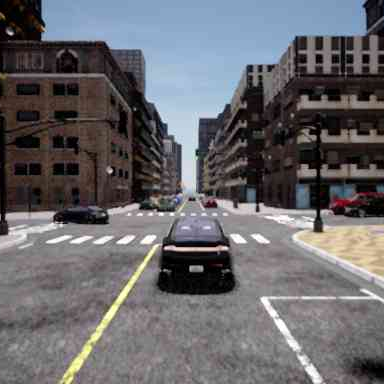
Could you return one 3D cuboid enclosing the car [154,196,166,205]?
[{"bbox_3d":[-5.683,1.541,59.494,1.752,1.417,4.829,0,0,0],"label":"car"}]

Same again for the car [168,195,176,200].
[{"bbox_3d":[-5.678,1.594,93.758,2.008,1.369,4.403,0,0,0],"label":"car"}]

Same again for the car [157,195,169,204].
[{"bbox_3d":[-5.682,1.460,65.347,1.967,1.590,4.097,0,0,0],"label":"car"}]

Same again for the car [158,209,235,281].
[{"bbox_3d":[0.138,1.491,9.812,2.128,1.511,4.902,0,0,1],"label":"car"}]

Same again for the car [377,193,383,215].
[{"bbox_3d":[14.696,1.025,20.551,5.009,1.841,2.192,-1,1,0],"label":"car"}]

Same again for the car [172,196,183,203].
[{"bbox_3d":[-2.990,1.560,70.436,2.033,1.411,5.357,0,0,0],"label":"car"}]

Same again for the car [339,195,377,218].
[{"bbox_3d":[14.567,1.226,26.358,4.674,1.442,1.812,-1,0,-1],"label":"car"}]

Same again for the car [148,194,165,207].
[{"bbox_3d":[-5.684,1.328,53.982,2.192,1.841,5.009,0,0,0],"label":"car"}]

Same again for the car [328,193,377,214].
[{"bbox_3d":[14.563,1.010,28.929,5.009,1.841,2.192,-1,1,0],"label":"car"}]

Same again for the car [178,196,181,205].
[{"bbox_3d":[-3.073,1.611,49.499,1.895,1.301,4.718,0,0,0],"label":"car"}]

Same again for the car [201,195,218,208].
[{"bbox_3d":[2.695,1.450,48.300,1.967,1.590,4.097,0,0,0],"label":"car"}]

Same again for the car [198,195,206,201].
[{"bbox_3d":[2.702,1.588,88.077,2.008,1.369,4.403,0,0,0],"label":"car"}]

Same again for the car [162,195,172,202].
[{"bbox_3d":[-5.680,1.468,76.712,1.967,1.590,4.097,0,0,0],"label":"car"}]

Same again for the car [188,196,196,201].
[{"bbox_3d":[0.012,1.584,81.483,1.994,1.385,4.181,0,0,0],"label":"car"}]

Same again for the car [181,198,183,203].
[{"bbox_3d":[-3.000,1.494,59.867,1.882,1.535,5.008,0,0,0],"label":"car"}]

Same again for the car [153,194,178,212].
[{"bbox_3d":[-3.061,1.359,39.567,2.097,1.767,4.553,0,0,-1],"label":"car"}]

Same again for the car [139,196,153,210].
[{"bbox_3d":[-5.685,1.574,42.617,1.947,1.339,4.313,0,0,0],"label":"car"}]

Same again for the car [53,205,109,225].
[{"bbox_3d":[-8.460,1.692,25.345,4.181,1.385,1.994,-1,0,20],"label":"car"}]
